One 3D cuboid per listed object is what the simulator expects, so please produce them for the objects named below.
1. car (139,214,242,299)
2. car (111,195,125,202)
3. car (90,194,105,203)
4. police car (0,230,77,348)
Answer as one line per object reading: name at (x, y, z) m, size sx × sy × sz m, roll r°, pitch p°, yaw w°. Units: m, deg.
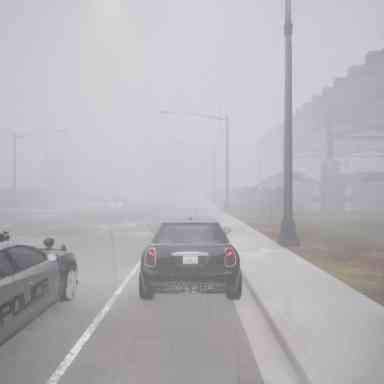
car at (-0.033, 1.353, 8.620) m, size 2.097 × 1.767 × 4.553 m, roll 0°, pitch 0°, yaw 0°
car at (-13.935, 1.237, 62.647) m, size 1.895 × 1.301 × 4.718 m, roll 0°, pitch 1°, yaw 1°
car at (-17.444, 1.164, 61.602) m, size 1.837 × 1.490 × 4.892 m, roll 0°, pitch 1°, yaw 1°
police car at (-3.396, 1.425, 5.311) m, size 1.930 × 1.638 × 5.238 m, roll 0°, pitch 0°, yaw 0°
